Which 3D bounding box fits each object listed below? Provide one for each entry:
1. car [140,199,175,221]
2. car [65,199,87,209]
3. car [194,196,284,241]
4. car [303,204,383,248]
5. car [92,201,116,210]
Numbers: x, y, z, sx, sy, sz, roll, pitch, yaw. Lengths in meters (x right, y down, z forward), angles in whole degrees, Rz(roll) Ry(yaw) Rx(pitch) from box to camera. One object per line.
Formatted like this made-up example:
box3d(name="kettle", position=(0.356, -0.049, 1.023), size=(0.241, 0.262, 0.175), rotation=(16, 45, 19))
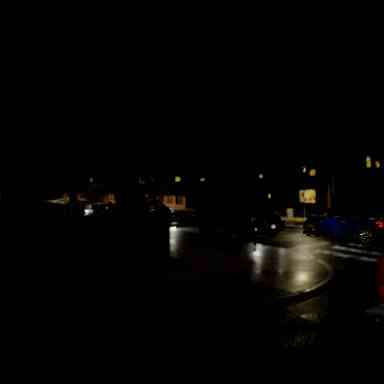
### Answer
box3d(name="car", position=(-3.197, 1.381, 26.048), size=(2.097, 1.767, 4.553), rotation=(-2, 1, -33))
box3d(name="car", position=(-15.777, 1.608, 45.208), size=(1.895, 1.301, 4.718), rotation=(-2, 1, -33))
box3d(name="car", position=(2.270, 1.254, 17.767), size=(2.150, 2.045, 5.566), rotation=(-2, 1, -33))
box3d(name="car", position=(7.241, 1.320, 15.177), size=(2.097, 1.767, 4.553), rotation=(-2, 1, -24))
box3d(name="car", position=(-8.791, 1.621, 34.530), size=(1.895, 1.301, 4.718), rotation=(-2, 1, -33))
